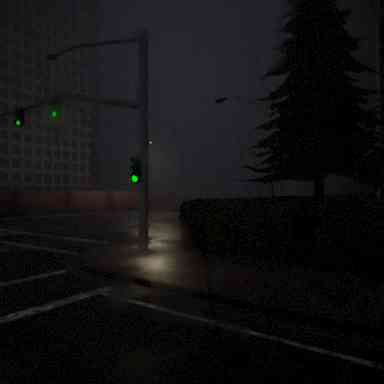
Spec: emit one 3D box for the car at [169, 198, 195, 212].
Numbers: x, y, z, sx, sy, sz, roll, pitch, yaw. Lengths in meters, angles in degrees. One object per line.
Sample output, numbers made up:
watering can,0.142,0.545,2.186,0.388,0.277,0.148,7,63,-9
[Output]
car,-0.849,1.510,41.167,2.097,1.767,4.553,0,0,36
